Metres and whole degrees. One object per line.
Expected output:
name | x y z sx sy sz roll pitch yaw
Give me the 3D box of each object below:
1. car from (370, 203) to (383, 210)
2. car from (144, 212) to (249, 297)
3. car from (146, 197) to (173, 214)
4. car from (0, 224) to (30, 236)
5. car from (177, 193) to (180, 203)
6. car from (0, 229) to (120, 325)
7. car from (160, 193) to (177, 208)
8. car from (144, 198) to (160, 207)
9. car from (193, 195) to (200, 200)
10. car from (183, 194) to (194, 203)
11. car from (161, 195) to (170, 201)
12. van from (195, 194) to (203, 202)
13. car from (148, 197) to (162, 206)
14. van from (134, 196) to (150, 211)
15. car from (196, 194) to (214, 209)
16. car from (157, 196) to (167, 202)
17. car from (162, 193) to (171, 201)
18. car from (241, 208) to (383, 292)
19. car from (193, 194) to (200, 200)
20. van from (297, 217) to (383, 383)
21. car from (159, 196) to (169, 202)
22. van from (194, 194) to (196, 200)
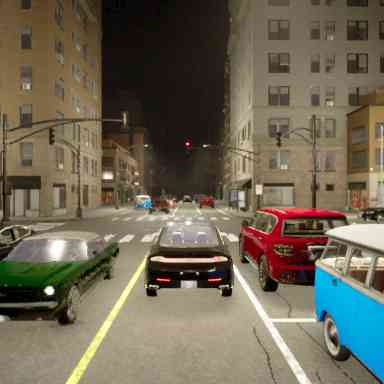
car | 14.530 1.418 23.923 4.902 1.511 2.128 0 0 -1
car | -0.059 1.491 8.568 2.128 1.511 4.902 0 0 0
car | -3.366 1.522 35.234 1.812 1.442 4.674 0 0 1
car | -5.502 1.566 8.741 1.947 1.339 4.313 0 0 -1
car | -3.774 1.537 67.225 2.033 1.411 5.357 0 0 0
car | -2.941 1.601 7.224 1.895 1.301 4.718 0 0 -1
car | -3.517 1.351 45.018 2.097 1.767 4.553 0 0 -1
car | -6.172 1.559 51.512 1.947 1.339 4.313 0 0 -1
car | 1.315 1.509 89.646 1.752 1.417 4.829 0 0 -1
car | -0.892 1.591 66.512 1.895 1.301 4.718 0 0 -1
car | -6.660 1.551 83.946 1.947 1.339 4.313 0 0 -1
van | 1.581 1.329 73.259 1.690 1.788 3.998 0 0 -1
car | -6.254 1.537 56.917 1.887 1.381 4.507 0 0 -1
van | -6.010 1.336 40.700 1.690 1.788 3.998 0 0 -1
car | 2.019 1.309 46.231 2.192 1.841 5.009 0 0 -1
car | -6.495 1.514 72.965 1.752 1.417 4.829 0 0 -1
car | -6.741 1.299 89.351 2.192 1.841 5.009 0 0 -1
car | 2.522 1.315 8.864 2.192 1.841 5.009 0 0 -1
car | 1.230 1.423 94.881 1.967 1.590 4.097 0 0 -1
van | 2.607 1.341 3.353 1.690 1.788 3.998 0 0 -1
car | -6.578 1.538 78.540 2.008 1.369 4.403 0 0 -1
van | 1.756 1.332 62.448 1.690 1.788 3.998 0 0 -1
